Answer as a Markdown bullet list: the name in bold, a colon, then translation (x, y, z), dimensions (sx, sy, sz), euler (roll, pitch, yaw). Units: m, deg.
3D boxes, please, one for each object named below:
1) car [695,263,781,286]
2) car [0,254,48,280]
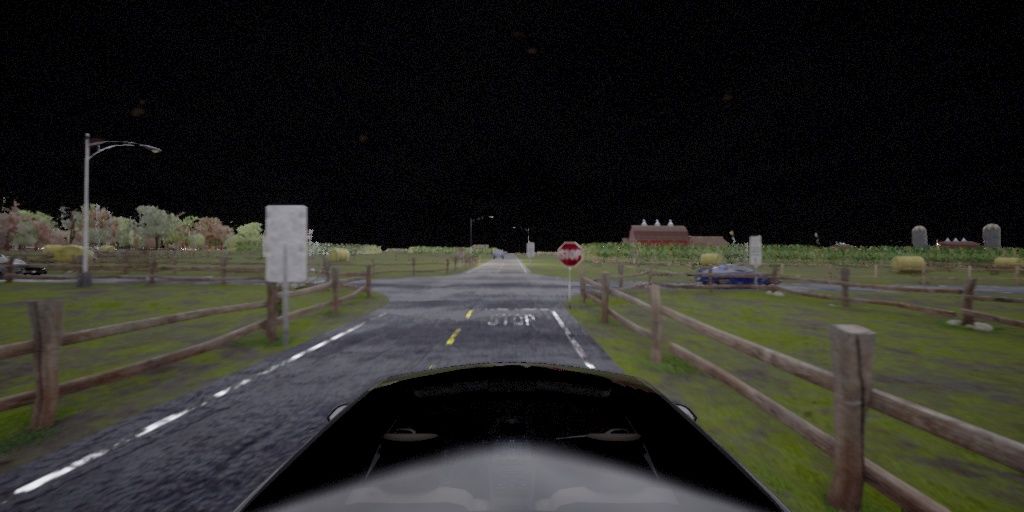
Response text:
- **car**: translation (13.573, 1.179, 21.655), dimensions (4.674, 1.442, 1.812), euler (1, 0, -1)
- **car**: translation (-30.651, 0.627, 21.148), dimensions (4.892, 1.490, 1.837), euler (1, 0, -1)
